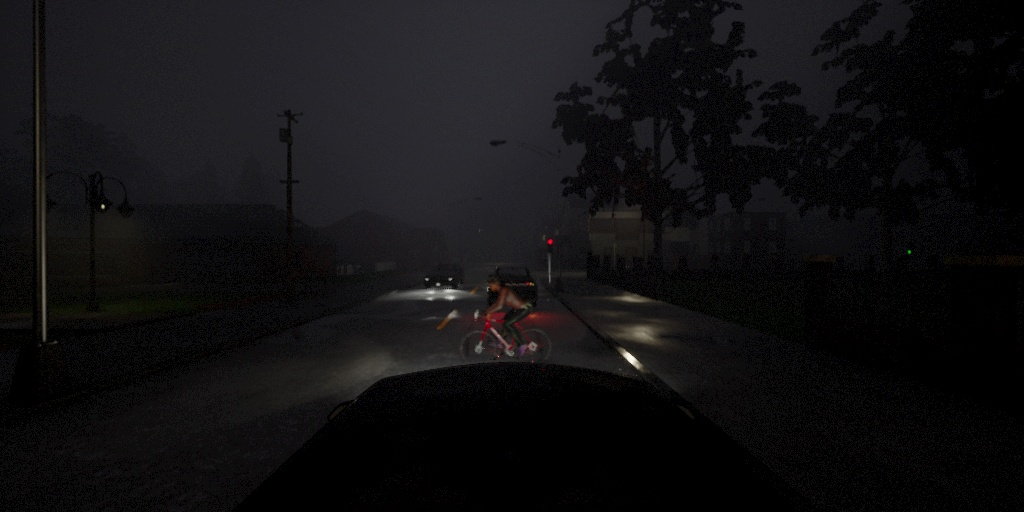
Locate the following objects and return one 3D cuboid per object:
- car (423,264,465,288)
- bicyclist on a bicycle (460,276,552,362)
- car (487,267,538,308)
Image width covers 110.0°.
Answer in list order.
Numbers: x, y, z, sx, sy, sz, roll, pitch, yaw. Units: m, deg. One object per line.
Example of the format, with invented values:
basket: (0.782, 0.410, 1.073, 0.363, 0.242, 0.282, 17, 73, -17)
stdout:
car: (-4.123, 1.187, 22.701, 2.033, 1.411, 5.357, 0, 0, 0)
bicyclist on a bicycle: (-0.123, 1.167, 6.346, 1.656, 1.620, 0.582, -2, 0, 0)
car: (0.023, 1.174, 14.590, 2.128, 1.511, 4.902, 0, 0, 0)
